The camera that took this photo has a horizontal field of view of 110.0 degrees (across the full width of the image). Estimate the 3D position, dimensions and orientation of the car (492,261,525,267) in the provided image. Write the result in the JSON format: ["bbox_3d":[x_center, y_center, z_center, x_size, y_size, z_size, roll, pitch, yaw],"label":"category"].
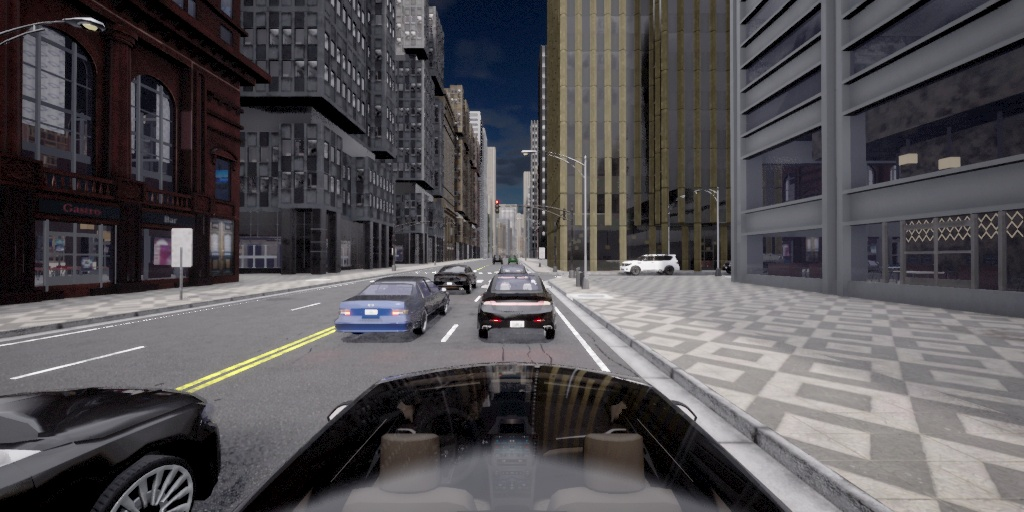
[{"bbox_3d":[0.045,1.225,19.504,2.128,1.511,4.902,0,0,0],"label":"car"}]

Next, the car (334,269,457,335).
[{"bbox_3d":[-3.129,1.293,10.494,2.033,1.411,5.357,0,0,0],"label":"car"}]

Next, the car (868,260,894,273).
[{"bbox_3d":[34.781,1.098,35.815,5.357,1.411,2.033,0,0,0],"label":"car"}]

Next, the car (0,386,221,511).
[{"bbox_3d":[-3.149,1.241,0.751,2.128,1.511,4.902,0,0,0],"label":"car"}]

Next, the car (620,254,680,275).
[{"bbox_3d":[13.737,0.859,35.829,5.566,2.045,2.150,0,0,0],"label":"car"}]

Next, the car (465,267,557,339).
[{"bbox_3d":[0.120,1.238,10.074,2.128,1.511,4.902,0,0,0],"label":"car"}]

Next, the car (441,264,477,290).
[{"bbox_3d":[-3.101,1.210,20.263,1.882,1.535,5.008,0,0,0],"label":"car"}]

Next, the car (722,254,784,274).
[{"bbox_3d":[24.164,0.814,35.829,5.566,2.045,2.150,0,0,0],"label":"car"}]
